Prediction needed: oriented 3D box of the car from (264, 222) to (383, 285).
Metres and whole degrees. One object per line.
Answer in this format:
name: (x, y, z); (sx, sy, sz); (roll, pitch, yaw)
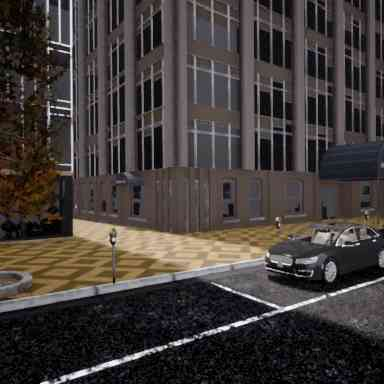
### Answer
car: (3.918, 1.549, 9.360); (4.403, 1.369, 2.008); (0, -1, -35)
